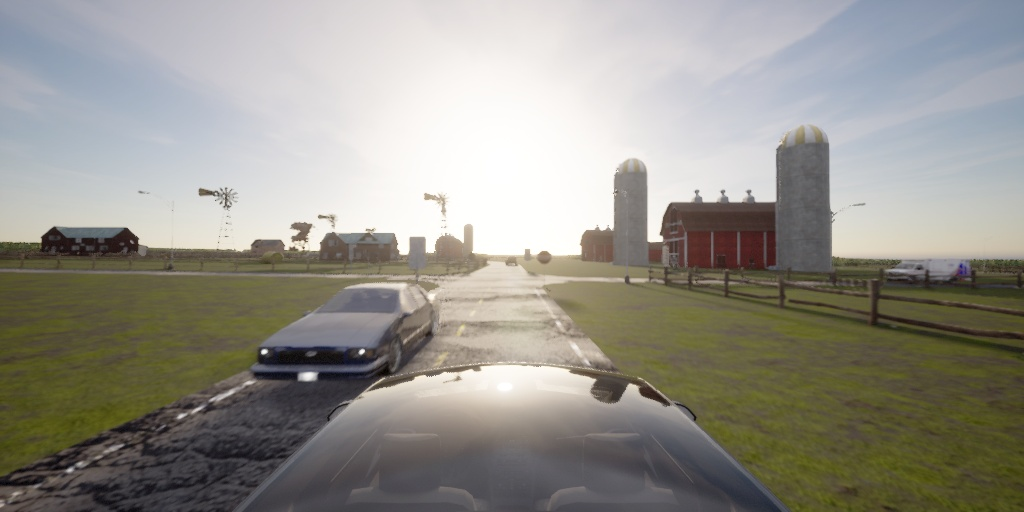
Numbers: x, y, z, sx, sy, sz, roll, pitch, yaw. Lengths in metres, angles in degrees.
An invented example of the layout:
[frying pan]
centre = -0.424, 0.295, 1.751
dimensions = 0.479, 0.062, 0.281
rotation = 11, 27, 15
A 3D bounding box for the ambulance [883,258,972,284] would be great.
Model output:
[ambulance]
centre = 39.409, 1.453, 34.227
dimensions = 6.366, 2.431, 2.351
rotation = 1, -1, 0

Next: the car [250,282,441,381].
[car]
centre = -2.842, 1.295, 7.657
dimensions = 2.033, 1.411, 5.357
rotation = 0, 0, 0
